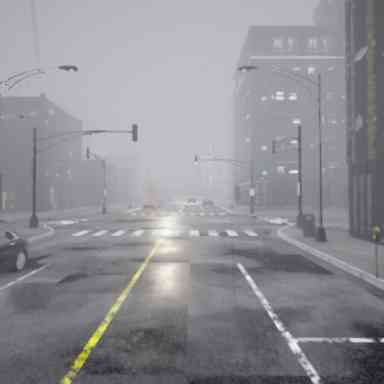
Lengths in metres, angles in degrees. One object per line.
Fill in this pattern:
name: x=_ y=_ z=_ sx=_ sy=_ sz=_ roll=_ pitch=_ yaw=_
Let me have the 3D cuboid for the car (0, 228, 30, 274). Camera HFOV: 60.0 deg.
car: x=-5.678 y=1.588 z=8.250 sx=2.008 sy=1.369 sz=4.403 roll=1 pitch=0 yaw=0

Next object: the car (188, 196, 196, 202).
car: x=-0.015 y=1.680 z=84.303 sx=1.882 sy=1.535 sz=5.008 roll=0 pitch=0 yaw=0

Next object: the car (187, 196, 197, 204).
car: x=-0.013 y=1.815 z=73.876 sx=1.837 sy=1.490 sz=4.892 roll=0 pitch=0 yaw=0

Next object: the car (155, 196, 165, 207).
car: x=-5.686 y=1.772 z=51.887 sx=1.887 sy=1.381 sz=4.507 roll=1 pitch=0 yaw=0

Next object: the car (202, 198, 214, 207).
car: x=2.695 y=1.693 z=57.637 sx=1.967 sy=1.590 sz=4.097 roll=1 pitch=0 yaw=0

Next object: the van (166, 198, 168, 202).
van: x=-5.682 y=1.593 z=57.575 sx=1.690 sy=1.788 sz=3.998 roll=1 pitch=0 yaw=0

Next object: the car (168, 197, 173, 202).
car: x=-5.692 y=1.959 z=86.007 sx=1.802 sy=1.307 sz=4.206 roll=1 pitch=0 yaw=0

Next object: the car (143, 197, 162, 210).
car: x=-5.761 y=1.747 z=46.205 sx=1.887 sy=1.381 sz=4.507 roll=1 pitch=0 yaw=0
